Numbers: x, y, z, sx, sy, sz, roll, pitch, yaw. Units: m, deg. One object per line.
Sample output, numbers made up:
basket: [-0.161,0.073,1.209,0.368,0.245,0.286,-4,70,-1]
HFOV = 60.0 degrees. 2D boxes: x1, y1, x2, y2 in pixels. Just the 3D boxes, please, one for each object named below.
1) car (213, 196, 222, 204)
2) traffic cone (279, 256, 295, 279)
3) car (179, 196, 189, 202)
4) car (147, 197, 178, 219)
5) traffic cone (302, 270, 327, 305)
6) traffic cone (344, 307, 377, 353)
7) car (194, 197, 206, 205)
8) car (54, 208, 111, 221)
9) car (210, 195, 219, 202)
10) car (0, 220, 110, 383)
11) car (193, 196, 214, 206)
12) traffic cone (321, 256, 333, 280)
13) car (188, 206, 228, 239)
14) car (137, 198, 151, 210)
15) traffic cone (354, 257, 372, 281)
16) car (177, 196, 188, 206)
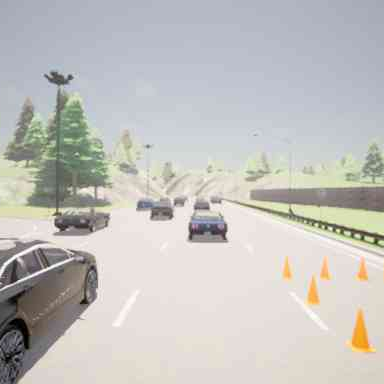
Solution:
car: [4.990,1.716,67.217,1.994,1.385,4.181,1,0,1]
traffic cone: [2.545,2.000,8.903,0.340,0.580,0.340,1,0,1]
car: [-1.829,1.639,78.321,2.033,1.411,5.357,1,0,1]
car: [-2.527,1.521,29.463,1.837,1.490,4.892,1,0,1]
traffic cone: [2.512,1.997,6.903,0.340,0.580,0.340,1,0,1]
traffic cone: [2.480,1.993,4.903,0.340,0.580,0.340,1,0,1]
car: [1.511,1.663,62.422,2.033,1.411,5.357,1,0,1]
car: [-6.191,1.556,19.443,1.895,1.301,4.718,1,0,1]
car: [5.156,1.574,77.257,1.882,1.535,5.008,1,0,1]
car: [-2.923,1.465,5.150,2.128,1.511,4.902,1,0,1]
car: [1.136,1.567,39.431,2.128,1.511,4.902,1,0,1]
traffic cone: [3.545,2.012,8.886,0.340,0.580,0.340,1,0,1]
car: [0.778,1.638,17.635,1.895,1.301,4.718,1,0,1]
car: [-5.811,1.473,42.624,1.882,1.535,5.008,1,0,1]
traffic cone: [4.544,2.025,8.870,0.340,0.580,0.340,1,0,1]
car: [-2.111,1.564,54.883,1.837,1.490,4.892,1,0,1]
